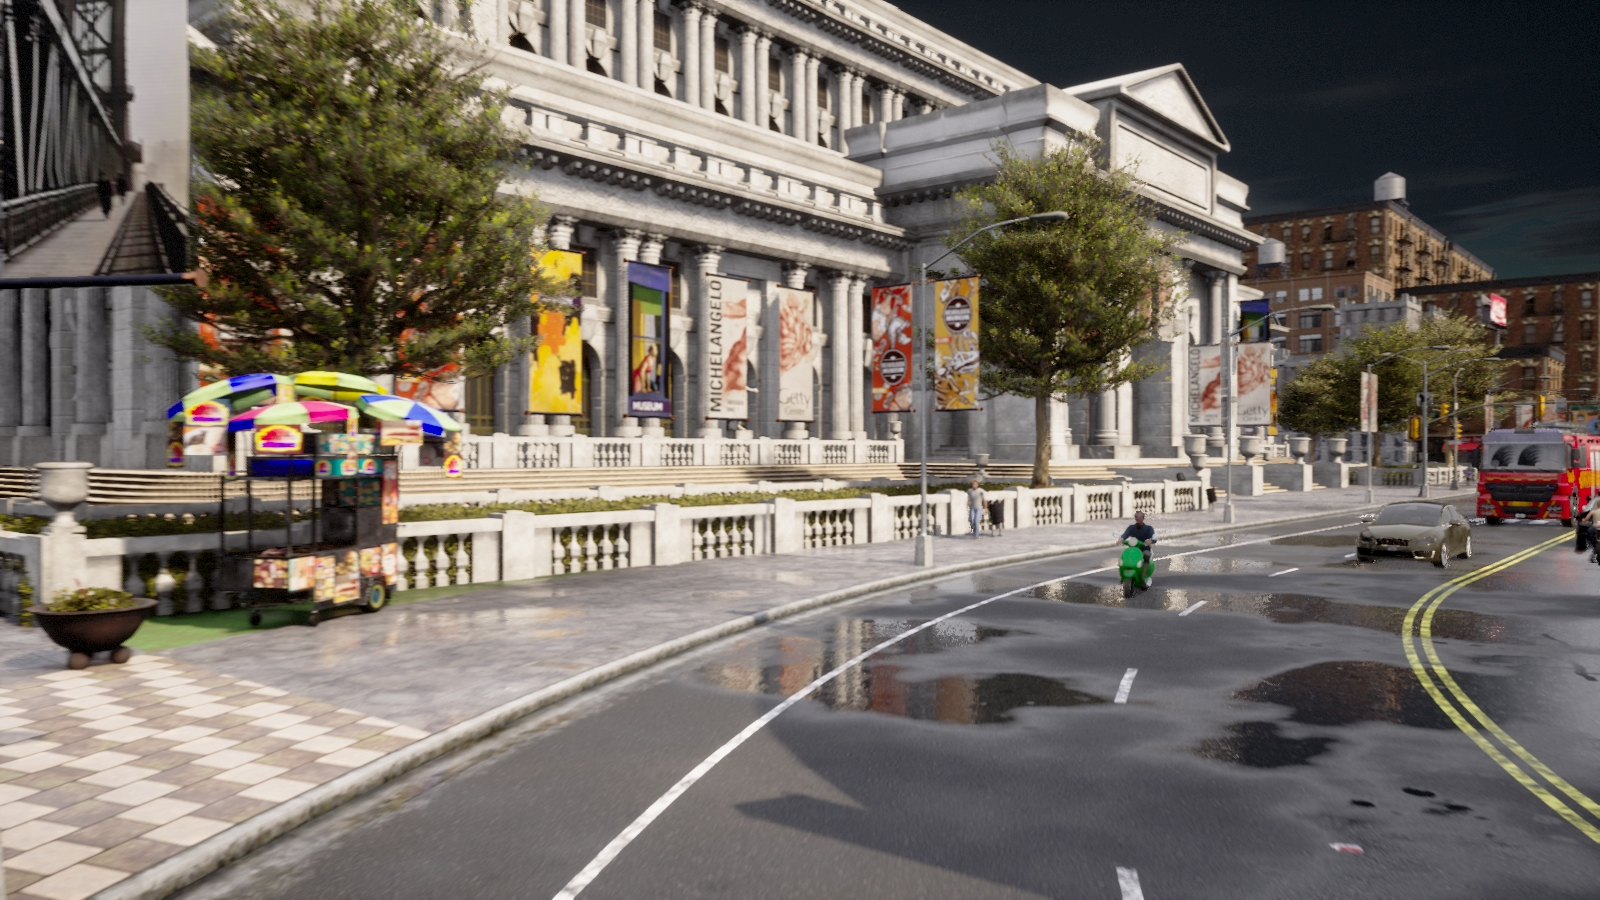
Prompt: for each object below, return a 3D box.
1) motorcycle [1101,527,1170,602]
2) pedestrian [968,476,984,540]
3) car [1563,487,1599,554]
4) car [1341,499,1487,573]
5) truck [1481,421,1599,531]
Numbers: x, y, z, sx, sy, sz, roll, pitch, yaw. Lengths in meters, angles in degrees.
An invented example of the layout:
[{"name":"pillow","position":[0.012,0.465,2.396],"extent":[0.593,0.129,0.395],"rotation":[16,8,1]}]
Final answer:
[{"name":"motorcycle","position":[6.491,2.185,22.044],"extent":[0.856,1.236,1.805],"rotation":[1,1,30]},{"name":"pedestrian","position":[5.160,1.698,33.474],"extent":[0.375,1.860,0.375],"rotation":[0,0,27]},{"name":"car","position":[23.621,1.992,32.964],"extent":[2.097,1.638,5.238],"rotation":[0,0,40]},{"name":"car","position":[15.472,2.067,28.647],"extent":[2.231,1.480,4.892],"rotation":[0,0,40]},{"name":"truck","position":[28.650,0.902,43.586],"extent":[2.891,3.827,8.468],"rotation":[0,0,43]}]
